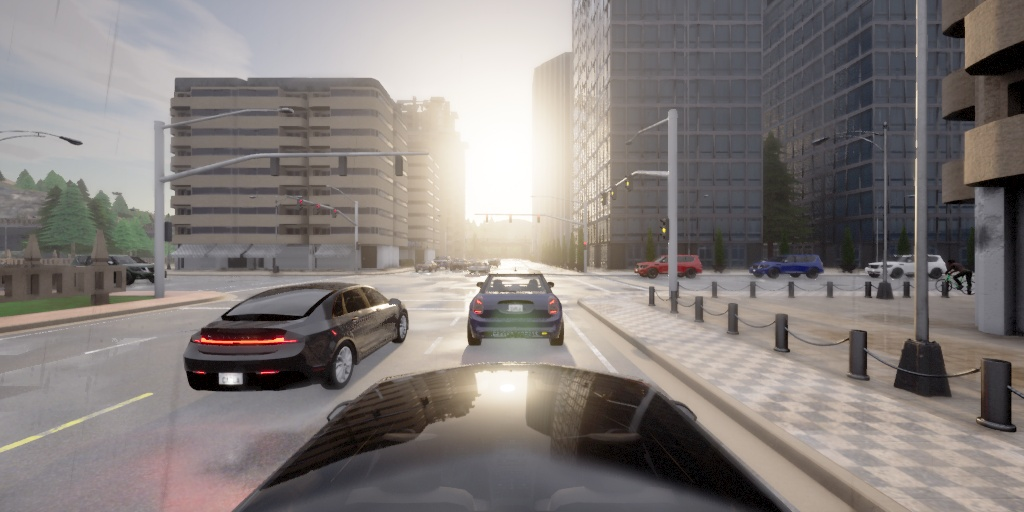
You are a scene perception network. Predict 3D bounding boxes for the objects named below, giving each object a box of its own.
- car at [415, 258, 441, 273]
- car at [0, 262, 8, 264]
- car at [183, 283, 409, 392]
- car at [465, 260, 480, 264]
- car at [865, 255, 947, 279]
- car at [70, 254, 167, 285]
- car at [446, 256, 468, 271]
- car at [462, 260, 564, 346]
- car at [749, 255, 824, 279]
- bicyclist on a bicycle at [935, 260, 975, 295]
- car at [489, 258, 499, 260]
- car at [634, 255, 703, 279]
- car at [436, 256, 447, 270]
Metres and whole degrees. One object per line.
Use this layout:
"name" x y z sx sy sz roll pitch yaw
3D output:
"car" -10.578 1.276 44.599 1.812 1.442 4.674 0 0 1
"car" -39.362 1.200 27.107 4.892 1.490 1.837 0 0 20
"car" -3.425 1.255 6.814 1.837 1.490 4.892 0 0 0
"car" -3.462 1.346 39.584 1.895 1.301 4.718 0 0 5
"car" 34.396 0.916 31.372 5.566 2.045 2.150 0 0 0
"car" -27.311 0.916 24.866 5.566 2.045 2.150 0 0 3
"car" -7.033 1.102 48.181 2.097 1.767 4.553 0 0 0
"car" 0.092 1.102 9.585 2.097 1.767 4.553 0 0 0
"car" 24.034 0.916 31.442 5.566 2.045 2.150 0 0 1
"bicyclist on a bicycle" 21.022 0.996 16.981 0.582 1.620 1.656 0 0 0
"car" -3.316 1.250 63.028 1.837 1.490 4.892 0 -1 0
"car" 13.714 0.916 31.515 5.566 2.045 2.150 0 0 0
"car" -10.521 0.971 54.305 2.150 2.045 5.566 0 0 0
